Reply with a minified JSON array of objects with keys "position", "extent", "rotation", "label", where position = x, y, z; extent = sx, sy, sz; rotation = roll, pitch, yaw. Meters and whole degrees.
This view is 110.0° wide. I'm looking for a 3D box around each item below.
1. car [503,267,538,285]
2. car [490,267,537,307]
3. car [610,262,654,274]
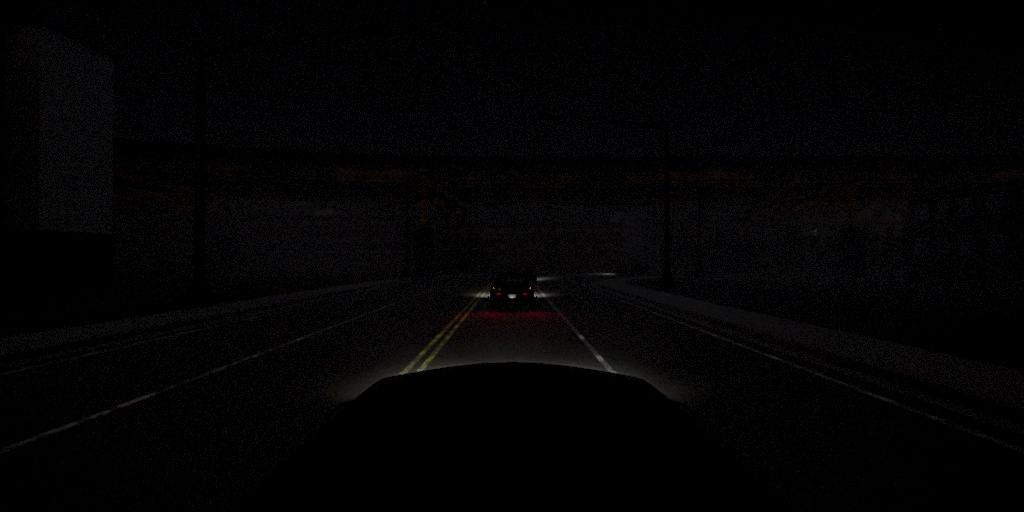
[{"position":[0.832,1.614,30.407],"extent":[1.895,1.301,4.718],"rotation":[0,-1,16],"label":"car"},{"position":[0.008,1.409,16.238],"extent":[1.812,1.442,4.674],"rotation":[0,0,0],"label":"car"},{"position":[16.332,1.736,49.587],"extent":[5.357,1.411,2.033],"rotation":[0,-1,-17],"label":"car"}]
